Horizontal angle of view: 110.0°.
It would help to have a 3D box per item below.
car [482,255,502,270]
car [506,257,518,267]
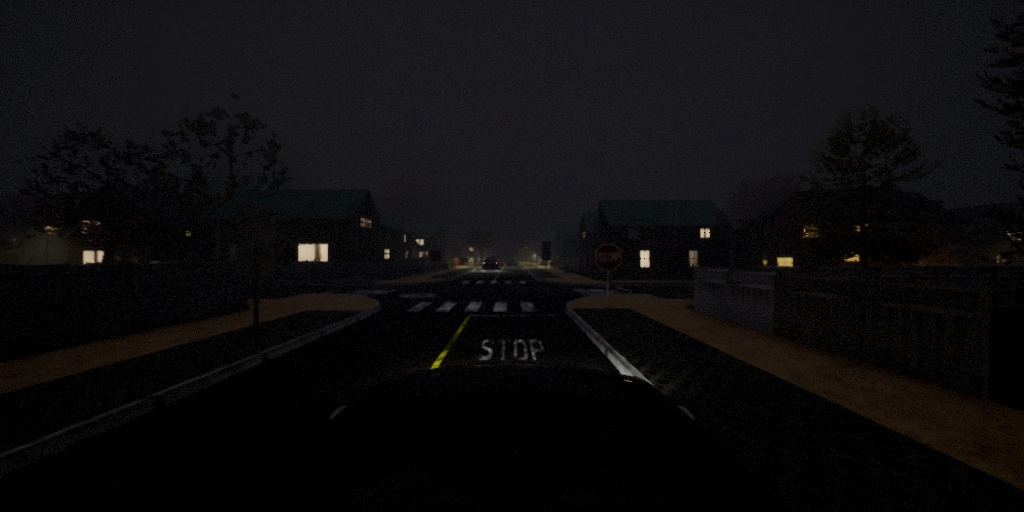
[{"bbox_3d":[-2.816,0.941,47.660,2.097,1.767,4.553,0,0,0],"label":"car"},{"bbox_3d":[0.004,1.151,63.447,1.994,1.385,4.181,0,0,0],"label":"car"}]
